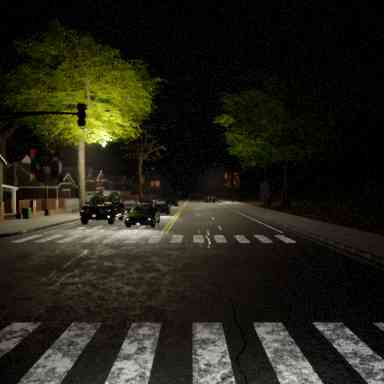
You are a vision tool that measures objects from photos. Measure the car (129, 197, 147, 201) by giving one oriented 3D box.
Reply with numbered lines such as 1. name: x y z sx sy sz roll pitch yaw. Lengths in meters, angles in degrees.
1. car: -6.410 1.540 34.982 2.033 1.411 5.357 0 0 0

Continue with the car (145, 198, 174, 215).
1. car: -3.168 1.556 32.986 1.994 1.385 4.181 0 0 1

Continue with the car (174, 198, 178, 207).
1. car: -3.048 1.543 50.045 2.033 1.411 5.357 0 0 1

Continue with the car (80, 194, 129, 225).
1. car: -6.473 1.214 24.663 2.150 2.045 5.566 0 0 0

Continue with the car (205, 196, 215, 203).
1. car: 3.715 1.506 67.605 1.837 1.490 4.892 0 0 1

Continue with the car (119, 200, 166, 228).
1. car: -3.230 1.541 22.649 2.033 1.411 5.357 0 0 0
